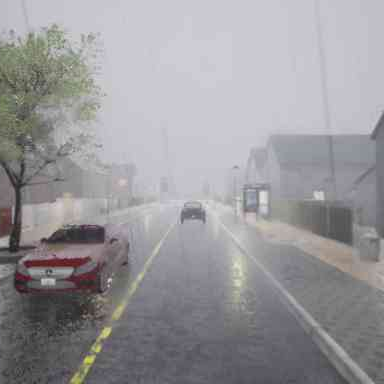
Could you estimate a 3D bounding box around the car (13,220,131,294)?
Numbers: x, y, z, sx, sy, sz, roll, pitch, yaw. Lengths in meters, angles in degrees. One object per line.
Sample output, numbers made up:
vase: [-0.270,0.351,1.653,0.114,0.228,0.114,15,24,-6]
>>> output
car: [-2.843,1.526,8.916,1.812,1.442,4.674,0,0,0]

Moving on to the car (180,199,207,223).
car: [0.095,1.512,25.578,2.128,1.511,4.902,0,0,0]
